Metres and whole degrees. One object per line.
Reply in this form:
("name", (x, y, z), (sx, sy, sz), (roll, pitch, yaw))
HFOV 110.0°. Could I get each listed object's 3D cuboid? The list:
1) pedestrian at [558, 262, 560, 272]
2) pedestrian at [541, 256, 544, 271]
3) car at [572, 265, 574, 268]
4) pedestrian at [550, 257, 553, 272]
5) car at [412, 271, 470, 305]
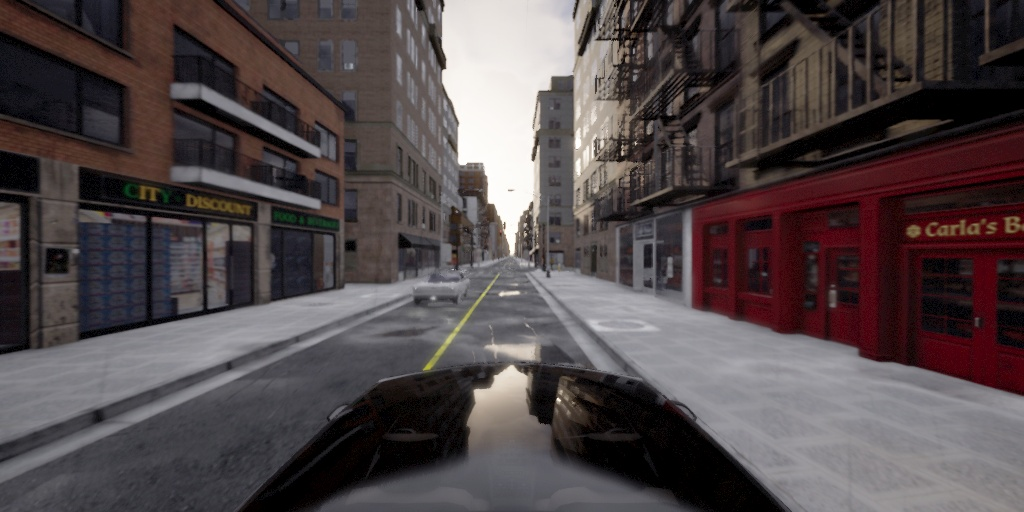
("pedestrian", (5.647, 1.250, 42.659), (0.375, 1.300, 0.375), (0, 0, 0))
("pedestrian", (3.647, 0.938, 43.258), (0.375, 1.860, 0.375), (0, 0, 0))
("car", (11.668, 1.489, 56.849), (4.207, 1.307, 1.802), (0, 0, 0))
("pedestrian", (4.646, 0.947, 42.058), (0.375, 1.860, 0.375), (0, 0, 0))
("car", (-3.096, 1.375, 16.398), (1.895, 1.301, 4.718), (0, 0, 0))
